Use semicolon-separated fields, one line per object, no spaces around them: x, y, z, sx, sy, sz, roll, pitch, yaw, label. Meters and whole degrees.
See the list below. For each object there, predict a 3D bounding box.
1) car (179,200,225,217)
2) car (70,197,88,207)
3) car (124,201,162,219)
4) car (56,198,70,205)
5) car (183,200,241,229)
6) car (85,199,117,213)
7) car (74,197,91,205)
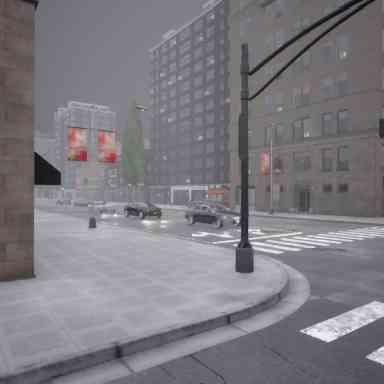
0.937;1.606;34.410;2.128;1.511;4.902;0;0;-36;car
-18.469;1.778;55.851;1.994;1.385;4.181;0;0;-35;car
-4.593;1.579;30.623;1.882;1.535;5.008;0;0;-35;car
-25.225;1.803;65.260;2.033;1.411;5.357;0;0;-36;car
1.401;1.554;22.277;2.128;1.511;4.902;0;0;-36;car
-10.496;1.741;38.857;1.895;1.301;4.718;0;0;-36;car
-21.850;1.760;66.140;1.837;1.490;4.892;0;0;-36;car
